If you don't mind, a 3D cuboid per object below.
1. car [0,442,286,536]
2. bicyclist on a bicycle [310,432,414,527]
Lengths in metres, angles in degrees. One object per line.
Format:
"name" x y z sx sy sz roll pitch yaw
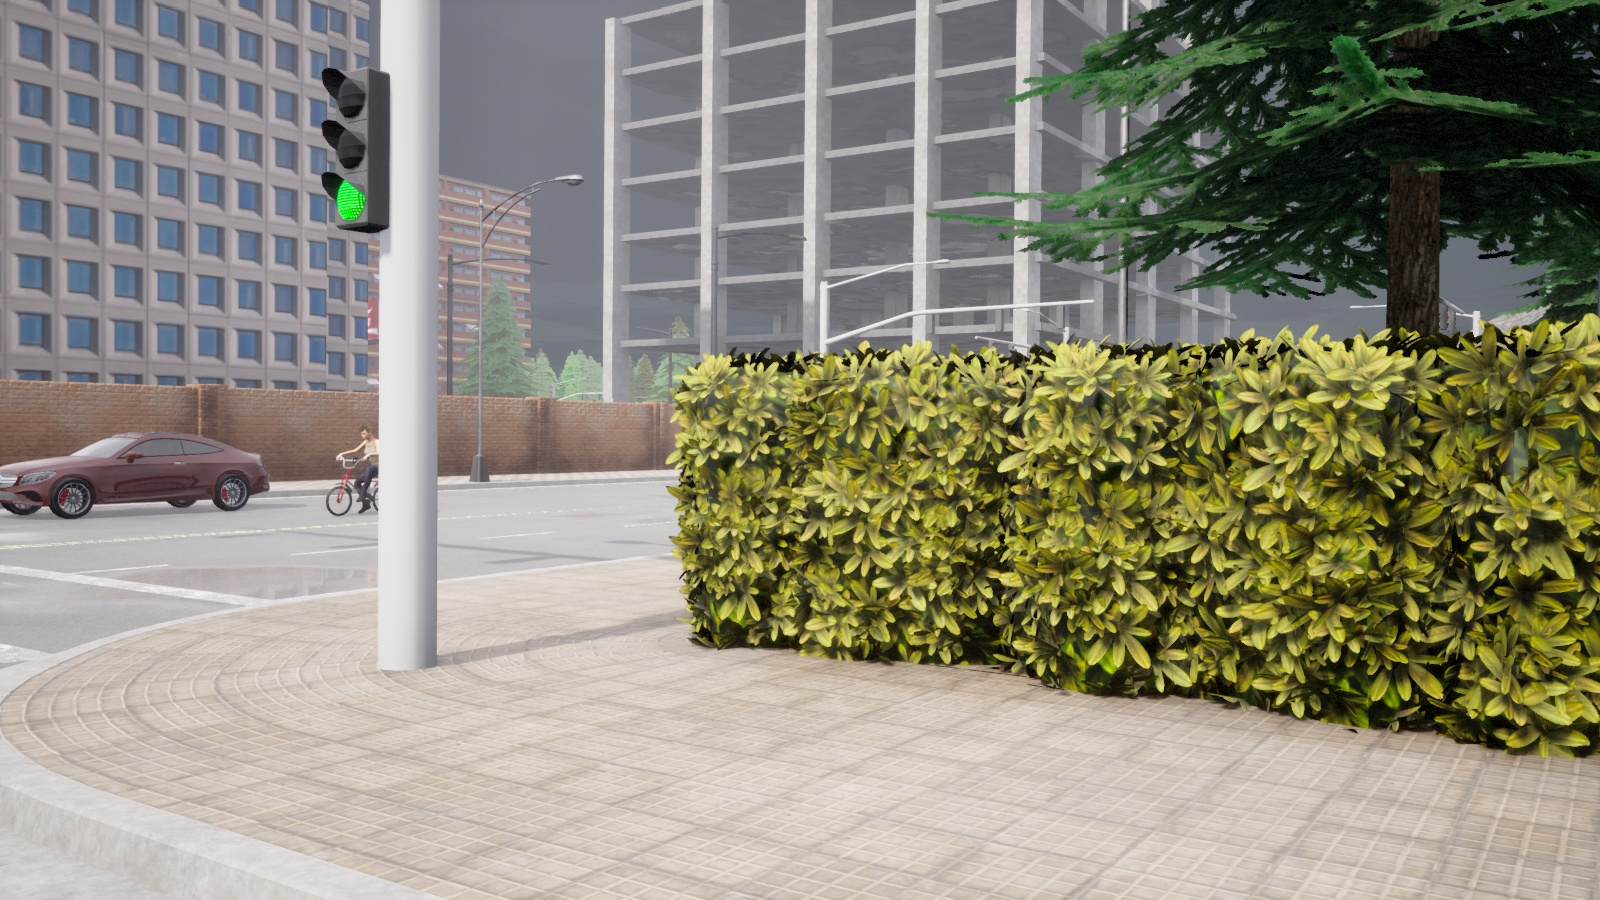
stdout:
"car" -11.841 0.613 22.469 1.812 1.442 4.674 0 1 33
"bicyclist on a bicycle" -7.757 0.489 22.290 0.866 1.612 1.509 0 1 34
